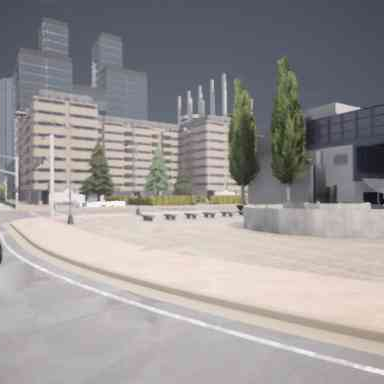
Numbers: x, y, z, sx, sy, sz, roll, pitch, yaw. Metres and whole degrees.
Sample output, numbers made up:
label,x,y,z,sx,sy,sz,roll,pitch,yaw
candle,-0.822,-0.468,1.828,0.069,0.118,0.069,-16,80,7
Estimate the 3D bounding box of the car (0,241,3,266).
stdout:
label,x,y,z,sx,sy,sz,roll,pitch,yaw
car,-7.740,1.698,11.202,1.994,1.385,4.181,0,-1,-38
